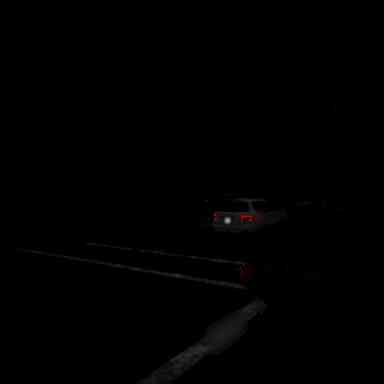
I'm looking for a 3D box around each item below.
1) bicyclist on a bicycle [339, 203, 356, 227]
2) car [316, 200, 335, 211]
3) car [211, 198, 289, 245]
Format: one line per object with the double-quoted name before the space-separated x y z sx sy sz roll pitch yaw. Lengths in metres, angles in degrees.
"bicyclist on a bicycle" 9.398 1.460 19.312 1.656 1.620 0.582 0 0 33
"car" 19.285 1.859 47.999 1.837 1.490 4.892 0 -1 33
"car" 3.048 1.321 16.624 2.150 2.045 5.566 0 0 34
